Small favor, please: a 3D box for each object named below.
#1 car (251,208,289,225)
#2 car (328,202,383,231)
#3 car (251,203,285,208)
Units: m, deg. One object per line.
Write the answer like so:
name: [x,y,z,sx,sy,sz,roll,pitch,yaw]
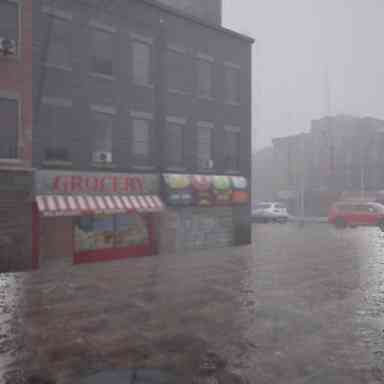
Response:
car: [6.982,2.479,32.080,1.895,1.301,4.718,0,-2,-36]
car: [12.714,1.753,24.087,2.150,2.045,5.566,0,-2,-35]
car: [7.726,2.211,36.139,2.150,2.045,5.566,0,-2,-36]
